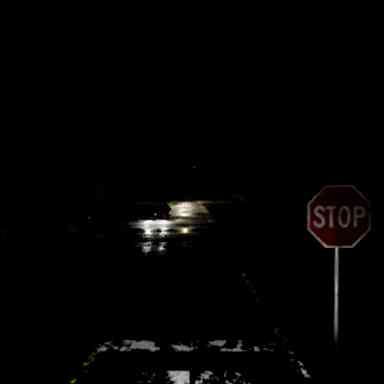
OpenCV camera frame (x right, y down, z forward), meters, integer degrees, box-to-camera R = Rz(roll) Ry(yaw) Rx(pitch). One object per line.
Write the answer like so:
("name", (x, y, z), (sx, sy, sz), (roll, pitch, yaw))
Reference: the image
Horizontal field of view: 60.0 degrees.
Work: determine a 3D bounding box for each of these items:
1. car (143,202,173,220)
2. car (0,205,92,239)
("car", (-2.768, 1.547, 27.934), (1.994, 1.385, 4.181), (0, 0, 3))
("car", (-7.796, 1.483, 17.289), (5.008, 1.535, 1.882), (-1, 4, -26))
